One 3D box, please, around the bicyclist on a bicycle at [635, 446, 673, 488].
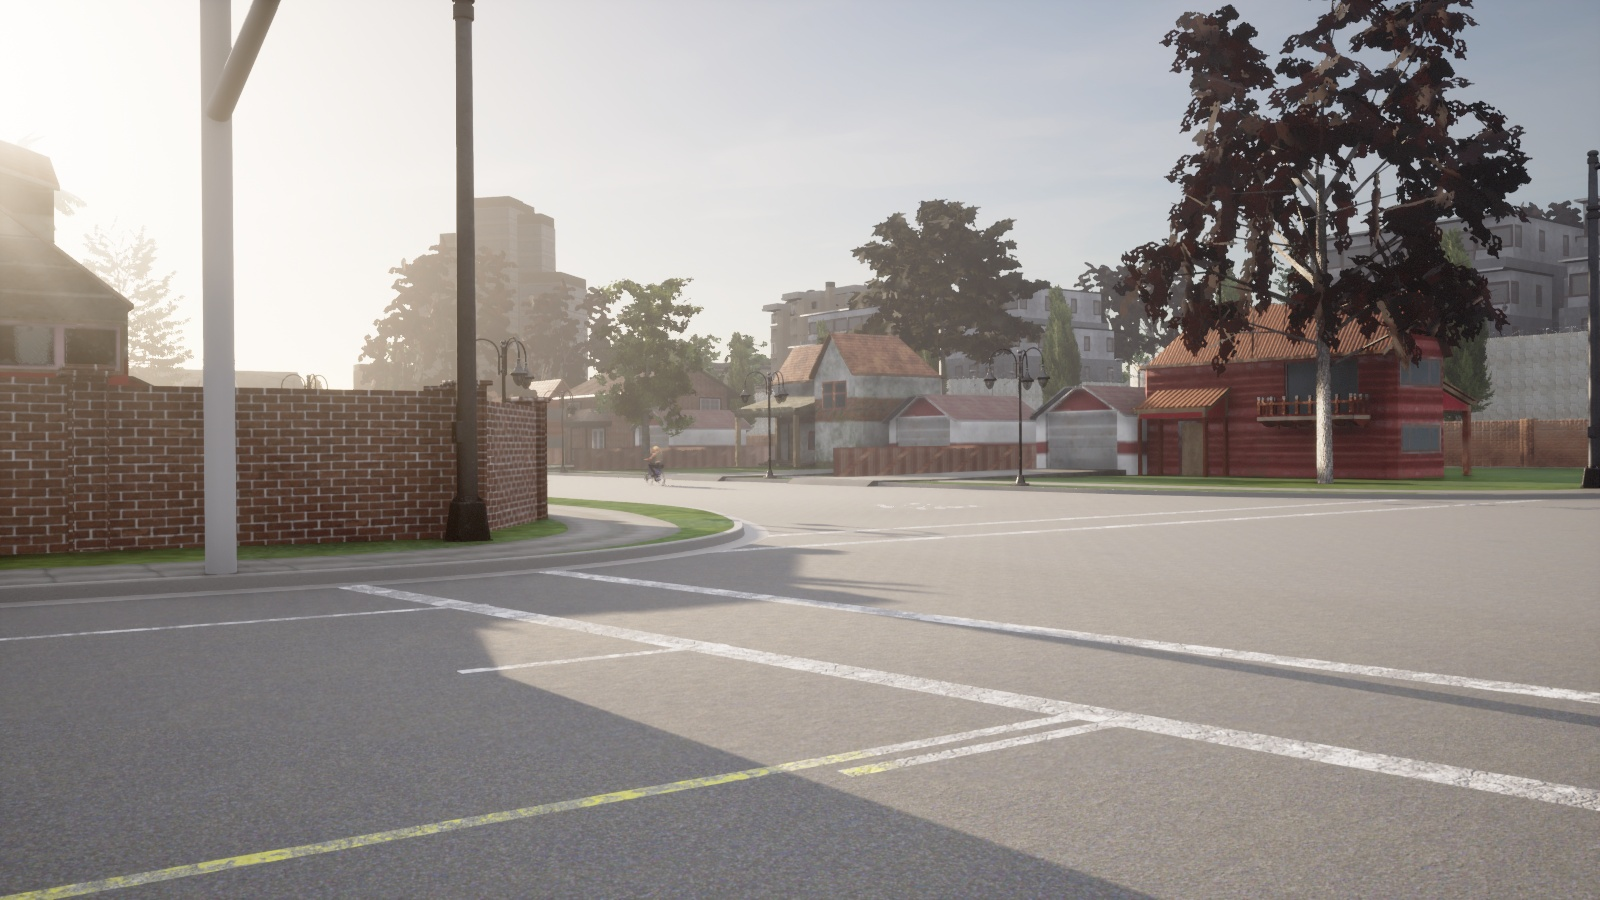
[{"bbox_3d":[-5.855,0.673,50.435,0.866,1.612,1.509,-1,0,-36],"label":"bicyclist on a bicycle"}]
